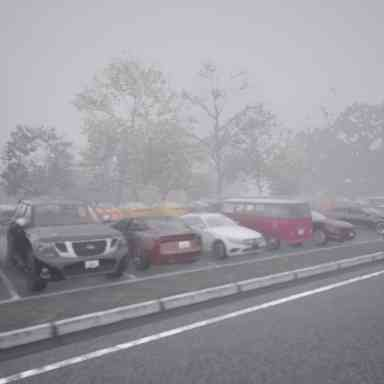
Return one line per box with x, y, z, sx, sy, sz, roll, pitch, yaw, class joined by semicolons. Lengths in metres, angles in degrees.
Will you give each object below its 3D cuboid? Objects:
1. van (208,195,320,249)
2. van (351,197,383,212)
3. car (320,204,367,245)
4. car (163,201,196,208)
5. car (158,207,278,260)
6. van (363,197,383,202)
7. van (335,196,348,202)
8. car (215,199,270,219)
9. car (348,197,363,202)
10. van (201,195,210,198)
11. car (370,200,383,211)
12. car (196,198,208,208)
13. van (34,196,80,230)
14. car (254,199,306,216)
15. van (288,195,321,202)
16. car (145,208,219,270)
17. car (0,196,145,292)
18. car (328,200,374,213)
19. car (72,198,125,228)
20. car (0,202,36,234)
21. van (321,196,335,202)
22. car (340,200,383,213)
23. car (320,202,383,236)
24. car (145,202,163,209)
2.912;1.278;14.474;1.878;1.987;4.442;0;0;-35;van
24.688;1.672;46.053;1.878;1.987;4.442;1;-1;-35;van
5.237;1.512;15.994;2.097;1.535;5.008;0;0;-35;car
-2.195;1.512;26.746;2.097;1.535;5.008;0;0;-35;car
0.717;1.535;12.769;2.002;1.452;4.674;0;0;-35;car
14.352;1.321;22.339;1.878;1.987;4.442;0;0;-35;van
15.666;1.459;39.623;1.878;1.987;4.442;1;-1;-35;van
4.678;1.535;31.423;1.946;1.575;5.366;0;0;-36;car
18.007;1.487;41.113;2.435;2.045;5.566;1;-1;-35;car
2.246;1.304;30.061;1.878;1.987;4.442;0;0;-35;van
29.369;2.006;49.238;2.097;1.535;5.008;1;-1;-35;car
0.061;1.522;28.353;2.231;1.521;4.892;0;0;-35;car
-9.033;1.261;22.022;1.878;1.987;4.442;0;0;-35;van
9.078;1.555;34.792;2.097;1.535;5.008;0;0;-35;car
11.284;1.353;36.214;1.878;1.987;4.442;1;0;-35;van
-1.559;1.516;11.180;2.163;1.488;4.792;0;0;-35;car
-3.786;1.227;9.522;2.435;2.045;5.566;0;0;-35;car
20.346;1.794;42.809;2.097;1.535;5.008;1;-1;-35;car
-6.692;1.370;23.509;2.185;1.767;4.553;0;0;-35;car
-11.219;1.479;20.313;2.231;1.521;4.892;0;0;-35;car
13.513;1.409;38.088;1.878;1.987;4.442;1;-1;-35;van
22.600;1.887;44.419;2.002;1.452;4.674;1;-1;-35;car
9.778;1.559;19.187;2.163;1.488;4.792;0;0;-36;car
-4.553;1.503;25.065;2.097;1.535;5.008;0;0;-35;car
